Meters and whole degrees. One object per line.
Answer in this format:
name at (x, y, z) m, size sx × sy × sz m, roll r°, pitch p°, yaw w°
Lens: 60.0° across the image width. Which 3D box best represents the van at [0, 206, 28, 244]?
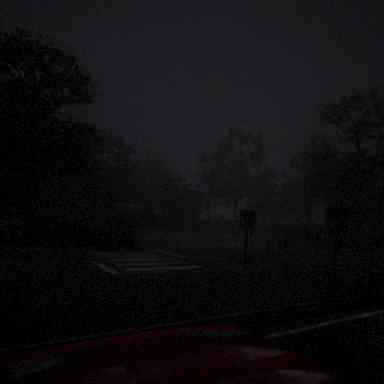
van at (-10.710, 1.817, 18.958) m, size 1.878 × 1.987 × 4.442 m, roll 8°, pitch -5°, yaw -35°
